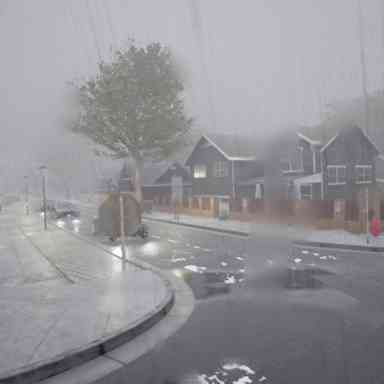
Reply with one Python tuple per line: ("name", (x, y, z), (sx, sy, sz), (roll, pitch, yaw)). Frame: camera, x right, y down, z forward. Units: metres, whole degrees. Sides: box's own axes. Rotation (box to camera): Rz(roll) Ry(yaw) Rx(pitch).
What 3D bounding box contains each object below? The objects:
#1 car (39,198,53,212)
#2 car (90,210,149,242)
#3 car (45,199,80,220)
("car", (-17.389, 1.545, 40.346), (1.837, 1.490, 4.892), (-3, 2, -29))
("car", (-3.868, 1.570, 17.236), (1.837, 1.490, 4.892), (-3, 2, -32))
("car", (-11.508, 1.594, 29.850), (2.033, 1.411, 5.357), (-3, 1, -30))
